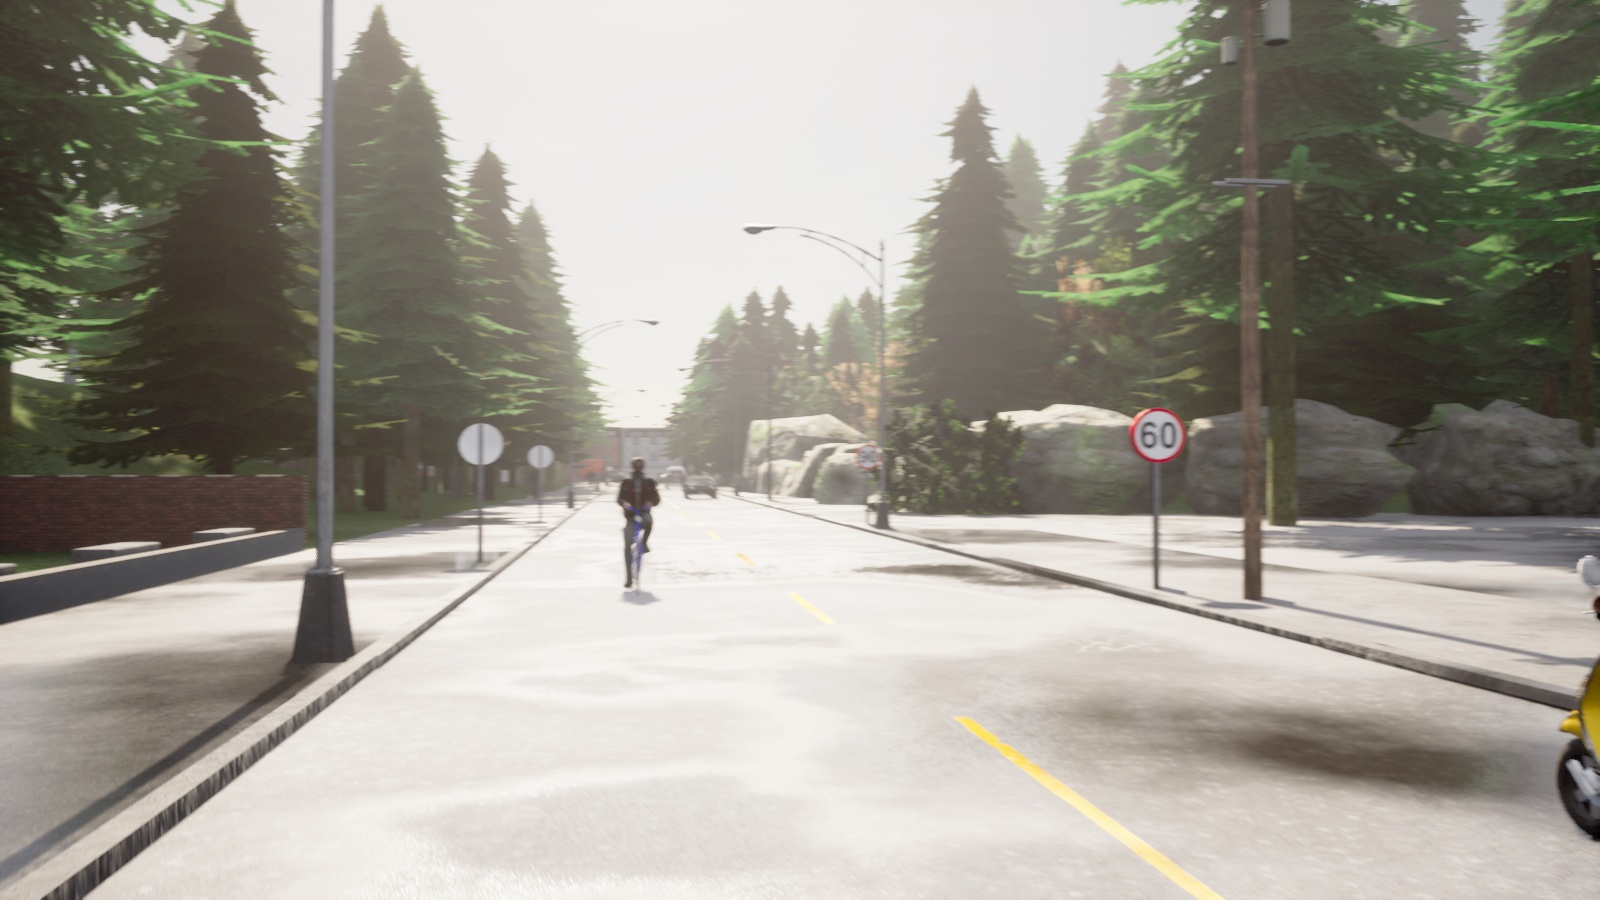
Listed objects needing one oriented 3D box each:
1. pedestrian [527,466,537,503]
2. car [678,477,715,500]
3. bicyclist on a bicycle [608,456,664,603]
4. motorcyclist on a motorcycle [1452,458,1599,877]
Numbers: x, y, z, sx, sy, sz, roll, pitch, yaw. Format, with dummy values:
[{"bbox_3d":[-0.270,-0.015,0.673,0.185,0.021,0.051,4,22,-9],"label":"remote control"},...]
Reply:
[{"bbox_3d":[-13.429,1.732,62.839,0.353,1.847,0.614,0,-1,0],"label":"pedestrian"},{"bbox_3d":[-6.109,2.257,73.995,1.895,1.301,4.718,0,-1,-8],"label":"car"},{"bbox_3d":[-2.125,0.986,16.201,0.659,1.776,1.843,0,-1,-8],"label":"bicyclist on a bicycle"},{"bbox_3d":[3.468,0.823,4.766,0.866,1.590,1.817,0,-1,-7],"label":"motorcyclist on a motorcycle"}]
